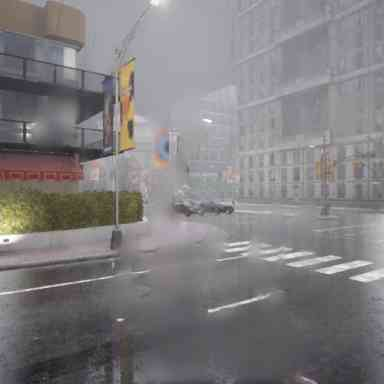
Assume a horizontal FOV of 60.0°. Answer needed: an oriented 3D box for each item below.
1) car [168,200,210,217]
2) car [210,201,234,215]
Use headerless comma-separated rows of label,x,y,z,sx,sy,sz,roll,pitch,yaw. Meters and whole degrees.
car,-0.647,1.526,32.065,1.812,1.442,4.674,0,0,-35
car,2.204,1.601,34.094,1.895,1.301,4.718,0,0,-35
